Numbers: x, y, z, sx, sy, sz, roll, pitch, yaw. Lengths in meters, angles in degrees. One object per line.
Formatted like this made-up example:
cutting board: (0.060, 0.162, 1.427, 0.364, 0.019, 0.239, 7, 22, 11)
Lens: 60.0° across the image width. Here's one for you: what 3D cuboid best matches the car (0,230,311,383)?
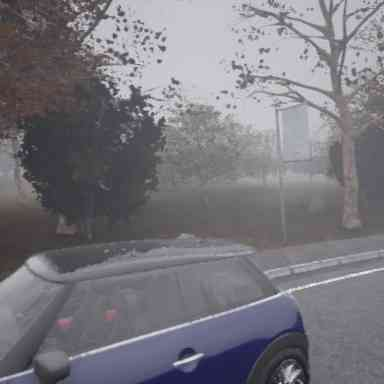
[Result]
car: (-1.027, 1.337, 3.050, 4.553, 1.767, 2.097, 0, 0, -34)
